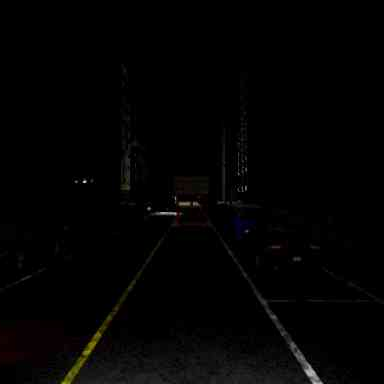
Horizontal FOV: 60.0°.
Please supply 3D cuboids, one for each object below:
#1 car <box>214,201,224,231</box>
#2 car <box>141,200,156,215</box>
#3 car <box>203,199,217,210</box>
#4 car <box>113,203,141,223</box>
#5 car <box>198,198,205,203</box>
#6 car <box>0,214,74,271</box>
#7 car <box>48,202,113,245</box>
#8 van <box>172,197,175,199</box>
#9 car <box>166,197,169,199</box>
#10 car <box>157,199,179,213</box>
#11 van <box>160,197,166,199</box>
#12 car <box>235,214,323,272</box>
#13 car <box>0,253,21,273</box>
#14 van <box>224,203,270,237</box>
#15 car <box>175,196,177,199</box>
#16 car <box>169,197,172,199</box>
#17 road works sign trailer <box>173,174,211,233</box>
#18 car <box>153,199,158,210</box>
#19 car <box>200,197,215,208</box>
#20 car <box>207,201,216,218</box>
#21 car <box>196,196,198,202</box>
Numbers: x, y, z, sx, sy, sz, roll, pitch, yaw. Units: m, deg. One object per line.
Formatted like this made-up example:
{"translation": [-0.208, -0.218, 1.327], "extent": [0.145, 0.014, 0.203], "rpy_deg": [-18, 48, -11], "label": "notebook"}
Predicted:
{"translation": [2.753, 1.646, 22.193], "extent": [1.967, 1.590, 4.097], "rpy_deg": [0, -1, 0], "label": "car"}
{"translation": [-5.781, 1.917, 39.001], "extent": [2.008, 1.369, 4.403], "rpy_deg": [0, -1, 0], "label": "car"}
{"translation": [2.741, 2.003, 44.627], "extent": [1.802, 1.307, 4.206], "rpy_deg": [0, -1, 0], "label": "car"}
{"translation": [-5.775, 1.825, 27.783], "extent": [1.947, 1.339, 4.313], "rpy_deg": [0, -1, 0], "label": "car"}
{"translation": [2.716, 2.471, 95.107], "extent": [1.887, 1.381, 4.507], "rpy_deg": [0, -1, 0], "label": "car"}
{"translation": [-5.767, 1.653, 10.955], "extent": [2.008, 1.369, 4.403], "rpy_deg": [0, -1, 0], "label": "car"}
{"translation": [-5.769, 1.469, 16.567], "extent": [2.192, 1.841, 5.009], "rpy_deg": [0, -1, 0], "label": "car"}
{"translation": [-5.803, 2.154, 83.877], "extent": [1.690, 1.788, 3.998], "rpy_deg": [0, -1, 0], "label": "van"}
{"translation": [-5.792, 2.028, 61.439], "extent": [1.967, 1.590, 4.097], "rpy_deg": [0, -1, 0], "label": "car"}
{"translation": [-3.110, 1.981, 44.122], "extent": [1.994, 1.385, 4.181], "rpy_deg": [0, -1, 0], "label": "car"}
{"translation": [-5.789, 1.874, 55.831], "extent": [1.690, 1.788, 3.998], "rpy_deg": [0, -1, 0], "label": "van"}
{"translation": [2.758, 1.647, 10.975], "extent": [1.887, 1.381, 4.507], "rpy_deg": [0, -1, 0], "label": "car"}
{"translation": [-3.101, 1.522, 1.726], "extent": [1.837, 1.490, 4.892], "rpy_deg": [0, -1, 0], "label": "car"}
{"translation": [2.756, 1.495, 16.585], "extent": [1.690, 1.788, 3.998], "rpy_deg": [0, -1, 0], "label": "van"}
{"translation": [-5.806, 2.185, 89.486], "extent": [2.192, 1.841, 5.009], "rpy_deg": [0, -1, 0], "label": "car"}
{"translation": [-5.795, 1.959, 67.049], "extent": [2.192, 1.841, 5.009], "rpy_deg": [0, -1, 0], "label": "car"}
{"translation": [-0.010, 0.658, 20.925], "extent": [2.380, 3.560, 2.880], "rpy_deg": [0, -1, 0], "label": "road works sign trailer"}
{"translation": [-5.784, 2.004, 44.610], "extent": [1.802, 1.307, 4.206], "rpy_deg": [0, -1, 0], "label": "car"}
{"translation": [2.739, 1.792, 50.238], "extent": [2.192, 1.841, 5.009], "rpy_deg": [0, -1, 0], "label": "car"}
{"translation": [2.747, 1.878, 33.409], "extent": [1.947, 1.339, 4.313], "rpy_deg": [0, -1, 0], "label": "car"}
{"translation": [2.722, 2.128, 83.892], "extent": [2.192, 1.841, 5.009], "rpy_deg": [0, -1, 0], "label": "car"}
